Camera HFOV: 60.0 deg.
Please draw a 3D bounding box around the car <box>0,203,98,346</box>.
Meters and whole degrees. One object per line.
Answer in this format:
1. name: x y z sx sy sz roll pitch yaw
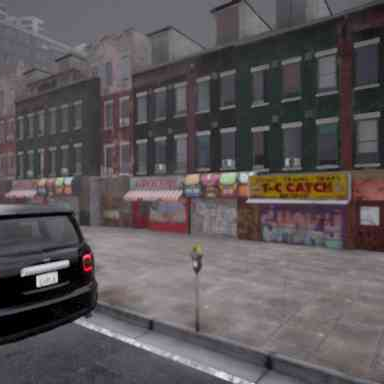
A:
1. car: -4.042 1.205 5.827 5.566 2.045 2.150 0 0 35
